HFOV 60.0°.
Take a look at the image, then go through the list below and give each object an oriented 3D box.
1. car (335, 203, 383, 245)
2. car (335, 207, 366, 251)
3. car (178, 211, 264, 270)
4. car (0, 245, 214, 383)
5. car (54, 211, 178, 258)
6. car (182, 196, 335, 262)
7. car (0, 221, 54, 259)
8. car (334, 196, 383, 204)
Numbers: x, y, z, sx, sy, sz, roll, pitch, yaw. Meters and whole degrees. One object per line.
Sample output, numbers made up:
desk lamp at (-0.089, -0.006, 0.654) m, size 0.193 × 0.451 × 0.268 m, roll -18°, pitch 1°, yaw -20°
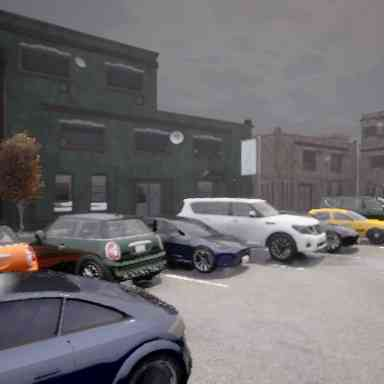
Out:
car at (7.029, 1.483, 15.771) m, size 5.366 × 1.575 × 1.946 m, roll -1°, pitch -1°, yaw 35°
car at (4.444, 1.515, 14.130) m, size 4.792 × 1.488 × 2.163 m, roll -1°, pitch -1°, yaw 35°
car at (-0.466, 1.514, 10.680) m, size 4.792 × 1.488 × 2.163 m, roll -1°, pitch -1°, yaw 35°
car at (-2.052, 1.564, 3.161) m, size 4.181 × 1.385 × 1.994 m, roll 0°, pitch 0°, yaw -35°
car at (-2.928, 1.359, 8.940) m, size 4.553 × 1.767 × 2.185 m, roll -1°, pitch -1°, yaw 35°
car at (1.986, 1.233, 12.408) m, size 5.566 × 2.045 × 2.435 m, roll -1°, pitch -1°, yaw 35°
car at (-5.382, 1.360, 7.213) m, size 4.553 × 1.767 × 2.185 m, roll -1°, pitch 0°, yaw 35°
car at (9.354, 1.240, 17.607) m, size 5.566 × 2.045 × 2.435 m, roll -1°, pitch -1°, yaw 35°
